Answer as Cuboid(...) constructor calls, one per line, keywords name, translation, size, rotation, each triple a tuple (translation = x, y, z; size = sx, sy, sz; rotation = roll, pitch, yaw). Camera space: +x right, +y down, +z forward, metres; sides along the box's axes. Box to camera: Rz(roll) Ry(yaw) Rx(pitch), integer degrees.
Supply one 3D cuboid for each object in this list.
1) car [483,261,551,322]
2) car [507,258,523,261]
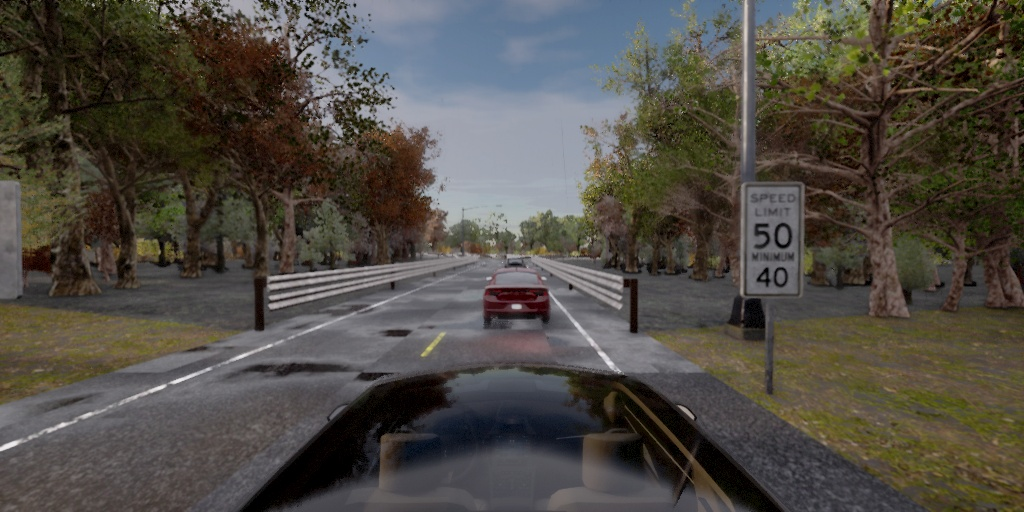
Cuboid(name="car", translation=(0.147, 1.121, 11.752), size=(1.882, 1.535, 5.008), rotation=(0, 1, 1))
Cuboid(name="car", translation=(0.291, 0.939, 31.565), size=(1.837, 1.490, 4.892), rotation=(0, 1, 0))
